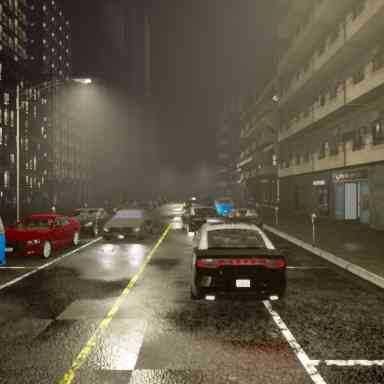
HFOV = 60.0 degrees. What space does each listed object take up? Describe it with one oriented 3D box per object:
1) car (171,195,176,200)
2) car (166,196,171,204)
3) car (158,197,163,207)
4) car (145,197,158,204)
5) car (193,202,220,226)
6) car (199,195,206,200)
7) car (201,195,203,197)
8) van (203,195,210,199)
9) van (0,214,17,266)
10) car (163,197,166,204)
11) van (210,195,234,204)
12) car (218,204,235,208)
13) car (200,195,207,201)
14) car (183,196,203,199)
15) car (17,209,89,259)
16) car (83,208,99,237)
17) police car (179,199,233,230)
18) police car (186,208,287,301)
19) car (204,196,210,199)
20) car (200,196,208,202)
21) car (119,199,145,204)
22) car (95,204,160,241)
[{"bbox_3d":[-5.479,1.664,95.411,1.947,1.339,4.313,0,0,0],"label":"car"},{"bbox_3d":[-5.554,1.606,62.273,1.947,1.339,4.313,0,0,0],"label":"car"},{"bbox_3d":[-5.591,1.573,45.704,2.008,1.369,4.403,0,0,0],"label":"car"},{"bbox_3d":[-5.604,1.568,40.181,2.008,1.369,4.403,0,0,0],"label":"car"},{"bbox_3d":[0.954,1.531,24.405,1.812,1.442,4.674,0,0,0],"label":"car"},{"bbox_3d":[2.901,1.643,95.391,1.887,1.381,4.507,0,0,0],"label":"car"},{"bbox_3d":[2.852,1.622,73.299,1.947,1.339,4.313,0,0,0],"label":"car"},{"bbox_3d":[2.789,1.364,45.684,1.690,1.788,3.998,0,0,0],"label":"van"},{"bbox_3d":[-5.679,1.341,7.044,1.690,1.788,3.998,0,0,0],"label":"van"},{"bbox_3d":[-5.579,1.468,51.228,1.967,1.590,4.097,0,0,0],"label":"car"},{"bbox_3d":[2.751,1.349,29.117,1.690,1.788,3.998,0,0,0],"label":"van"},{"bbox_3d":[2.727,1.553,18.071,2.008,1.369,4.403,0,0,0],"label":"car"},{"bbox_3d":[2.876,1.602,84.515,1.752,1.417,4.829,0,0,0],"label":"car"},{"bbox_3d":[0.133,1.622,44.386,1.895,1.301,4.718,0,0,1],"label":"car"},{"bbox_3d":[-5.666,1.545,12.567,1.887,1.381,4.507,0,0,0],"label":"car"},{"bbox_3d":[-5.654,1.568,18.090,1.947,1.339,4.313,0,0,0],"label":"car"},{"bbox_3d":[0.503,1.427,18.415,1.930,1.638,5.238,0,0,-8],"label":"police car"},{"bbox_3d":[0.918,1.425,8.514,1.930,1.638,5.238,0,0,0],"label":"police car"},{"bbox_3d":[2.777,1.562,40.162,1.887,1.381,4.507,0,0,0],"label":"car"},{"bbox_3d":[2.865,1.591,78.991,1.752,1.417,4.829,0,0,0],"label":"car"},{"bbox_3d":[-5.629,1.448,29.137,1.967,1.590,4.097,0,0,0],"label":"car"},{"bbox_3d":[-3.065,1.549,17.011,2.033,1.411,5.357,0,0,0],"label":"car"}]
